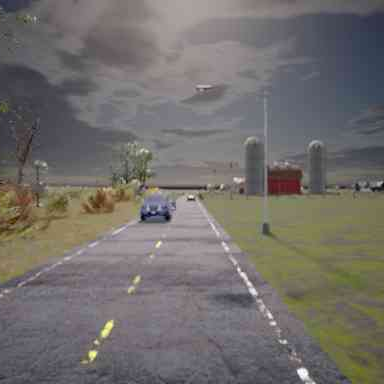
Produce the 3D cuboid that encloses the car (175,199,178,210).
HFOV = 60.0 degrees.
[{"bbox_3d":[-2.820,1.208,40.352,1.837,1.490,4.892,0,0,0],"label":"car"}]

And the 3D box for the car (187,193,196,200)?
[{"bbox_3d":[-0.150,1.065,85.032,2.097,1.767,4.553,0,0,0],"label":"car"}]

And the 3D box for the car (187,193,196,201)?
[{"bbox_3d":[-0.132,1.396,74.990,1.994,1.385,4.181,0,0,0],"label":"car"}]

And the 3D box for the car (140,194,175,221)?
[{"bbox_3d":[-2.799,1.153,27.017,2.150,2.045,5.566,0,0,0],"label":"car"}]
